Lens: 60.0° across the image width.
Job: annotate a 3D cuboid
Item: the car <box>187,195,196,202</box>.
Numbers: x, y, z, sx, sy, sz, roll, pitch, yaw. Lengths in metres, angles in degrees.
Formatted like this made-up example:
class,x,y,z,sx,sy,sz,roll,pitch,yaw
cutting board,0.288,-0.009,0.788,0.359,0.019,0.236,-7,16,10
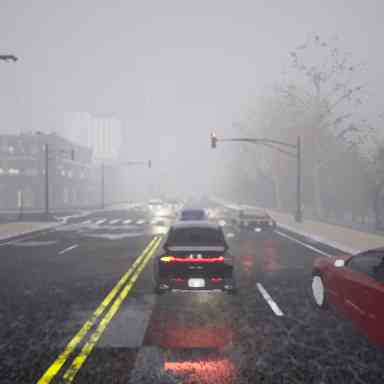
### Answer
class,x,y,z,sx,sy,sz,roll,pitch,yaw
car,-0.138,1.605,80.478,1.812,1.442,4.674,0,0,0

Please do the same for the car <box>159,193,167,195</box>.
class,x,y,z,sx,sy,sz,roll,pitch,yaw
car,-6.629,1.309,76.065,2.150,2.045,5.566,0,0,0

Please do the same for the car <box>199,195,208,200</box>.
class,x,y,z,sx,sy,sz,roll,pitch,yaw
car,3.095,1.455,90.487,2.128,1.511,4.902,0,0,0

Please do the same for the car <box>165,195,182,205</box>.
class,x,y,z,sx,sy,sz,roll,pitch,yaw
car,-3.402,1.633,60.958,1.994,1.385,4.181,0,0,0

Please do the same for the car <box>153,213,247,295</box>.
class,x,y,z,sx,sy,sz,roll,pitch,yaw
car,0.087,1.514,8.762,1.837,1.490,4.892,0,-1,0

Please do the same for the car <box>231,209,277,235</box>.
class,x,y,z,sx,sy,sz,roll,pitch,yaw
car,3.320,1.625,18.928,1.895,1.301,4.718,0,0,0

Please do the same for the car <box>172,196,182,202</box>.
class,x,y,z,sx,sy,sz,roll,pitch,yaw
car,-3.379,1.636,75.902,1.994,1.385,4.181,0,0,0

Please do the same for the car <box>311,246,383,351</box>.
class,x,y,z,sx,sy,sz,roll,pitch,yaw
car,3.344,1.484,4.773,1.882,1.535,5.008,0,0,0

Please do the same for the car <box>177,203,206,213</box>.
class,x,y,z,sx,sy,sz,roll,pitch,yaw
car,0.047,1.548,17.842,1.812,1.442,4.674,0,0,0

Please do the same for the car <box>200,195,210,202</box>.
class,x,y,z,sx,sy,sz,roll,pitch,yaw
car,3.112,1.436,80.454,2.097,1.767,4.553,0,0,0

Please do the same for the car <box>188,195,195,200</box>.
class,x,y,z,sx,sy,sz,roll,pitch,yaw
car,-0.155,1.482,90.481,1.994,1.385,4.181,0,0,0

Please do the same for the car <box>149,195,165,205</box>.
class,x,y,z,sx,sy,sz,roll,pitch,yaw
car,-6.645,1.670,60.618,1.895,1.301,4.718,0,0,0
